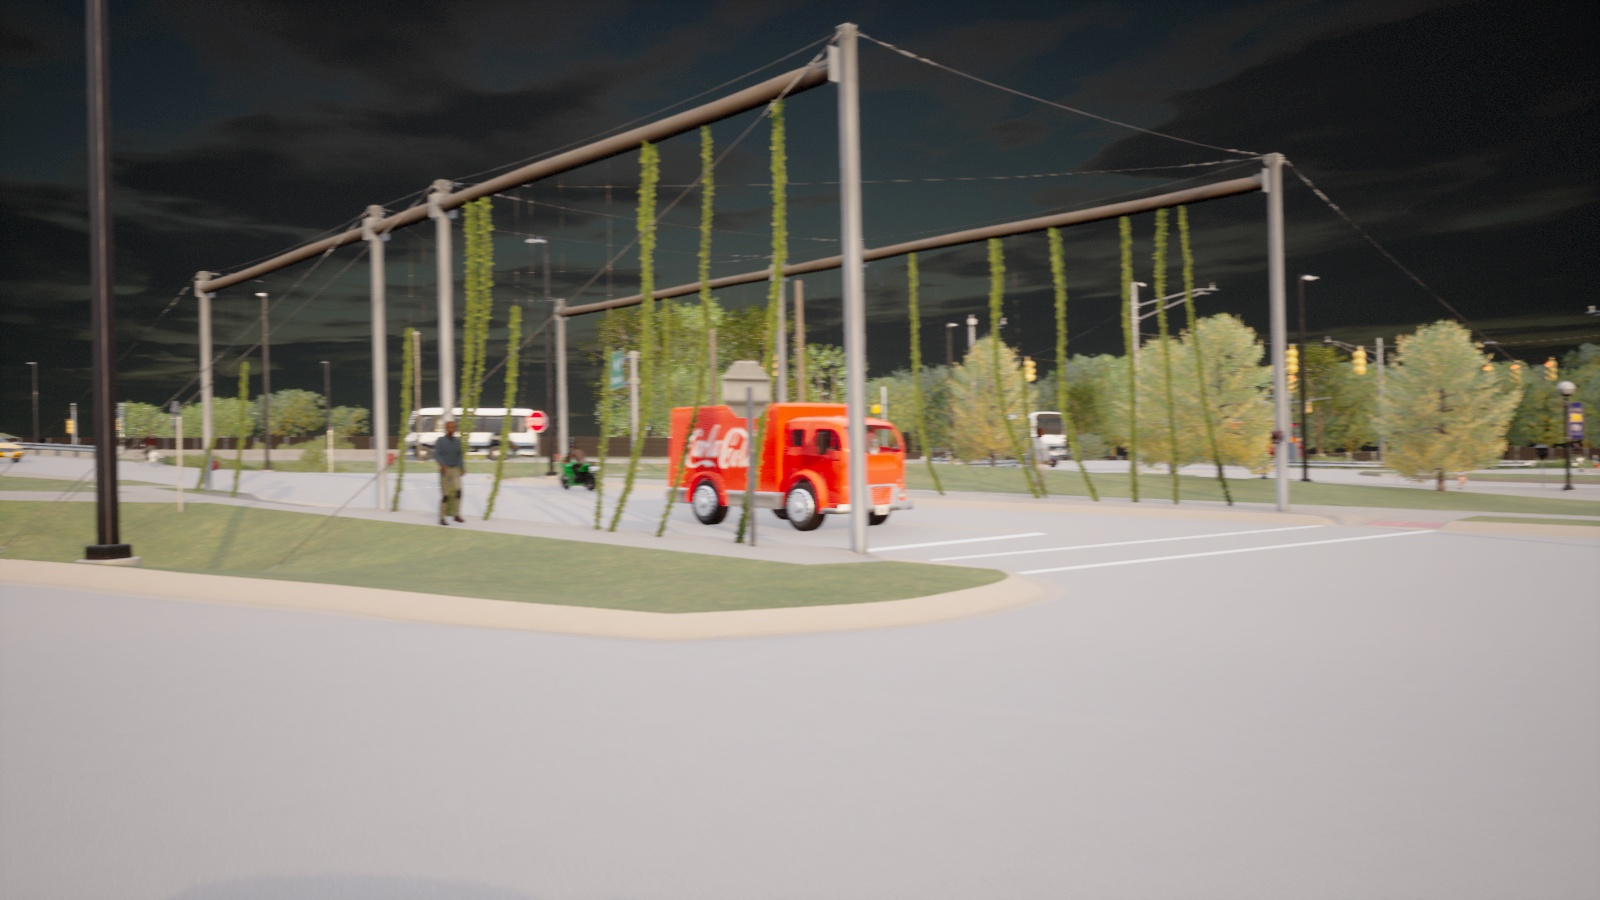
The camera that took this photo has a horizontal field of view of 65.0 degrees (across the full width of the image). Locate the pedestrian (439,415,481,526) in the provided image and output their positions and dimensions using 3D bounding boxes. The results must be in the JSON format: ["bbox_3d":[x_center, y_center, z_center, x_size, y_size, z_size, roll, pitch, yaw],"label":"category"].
[{"bbox_3d":[-5.769,0.344,21.291,0.370,1.835,0.726,-1,0,-42],"label":"pedestrian"}]

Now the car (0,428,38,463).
[{"bbox_3d":[-39.423,-0.274,61.288,5.366,1.575,1.801,2,2,35],"label":"car"}]

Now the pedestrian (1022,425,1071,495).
[{"bbox_3d":[6.601,0.261,33.668,0.874,1.855,0.900,-1,0,-41],"label":"pedestrian"}]

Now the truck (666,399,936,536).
[{"bbox_3d":[-0.094,0.287,25.455,2.627,2.467,5.204,-1,1,-43],"label":"truck"}]

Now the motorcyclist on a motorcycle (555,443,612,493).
[{"bbox_3d":[-6.927,0.555,40.170,0.797,1.523,2.044,-1,1,-43],"label":"motorcyclist on a motorcycle"}]
